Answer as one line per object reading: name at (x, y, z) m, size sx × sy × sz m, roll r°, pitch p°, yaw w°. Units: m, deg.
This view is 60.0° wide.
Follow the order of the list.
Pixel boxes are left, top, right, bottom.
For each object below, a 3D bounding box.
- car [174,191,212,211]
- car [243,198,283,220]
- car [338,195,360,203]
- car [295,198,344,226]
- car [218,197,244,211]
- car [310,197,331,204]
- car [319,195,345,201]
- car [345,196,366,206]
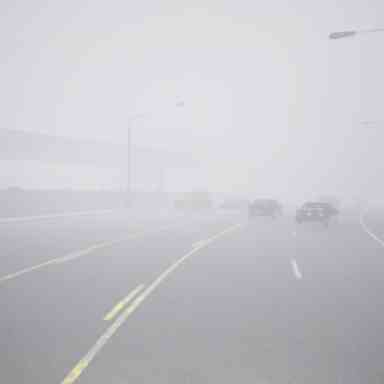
car at (0.223, 0.885, 35.174) m, size 2.150 × 2.045 × 5.566 m, roll 0°, pitch 0°, yaw 29°
car at (5.766, 1.215, 25.713) m, size 1.882 × 1.535 × 5.008 m, roll 0°, pitch 1°, yaw 25°
car at (31.546, 1.483, 66.784) m, size 4.892 × 1.490 × 1.837 m, roll 3°, pitch -2°, yaw -38°
car at (8.233, 1.322, 21.666) m, size 2.033 × 1.411 × 5.357 m, roll 0°, pitch 1°, yaw 32°
car at (4.719, 1.202, 36.056) m, size 2.033 × 1.411 × 5.357 m, roll 0°, pitch 0°, yaw 31°
car at (25.830, 1.784, 66.640) m, size 4.718 × 1.301 × 1.895 m, roll 3°, pitch -2°, yaw -40°
car at (17.545, 1.148, 42.763) m, size 2.128 × 1.511 × 4.902 m, roll 0°, pitch 0°, yaw 39°
car at (25.840, 1.406, 52.337) m, size 1.812 × 1.442 × 4.674 m, roll 0°, pitch -2°, yaw 44°
